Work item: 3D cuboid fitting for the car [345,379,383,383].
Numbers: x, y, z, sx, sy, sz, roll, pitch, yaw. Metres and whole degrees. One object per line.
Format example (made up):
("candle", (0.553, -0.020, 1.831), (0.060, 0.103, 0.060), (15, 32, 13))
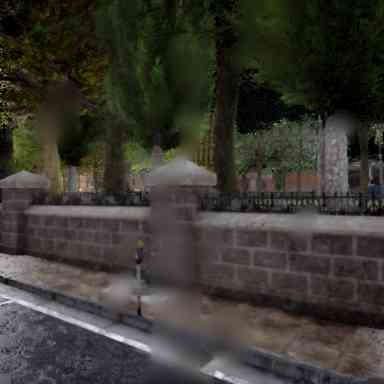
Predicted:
("car", (2.497, 1.548, 1.041), (4.403, 1.369, 2.008), (0, -1, 36))
